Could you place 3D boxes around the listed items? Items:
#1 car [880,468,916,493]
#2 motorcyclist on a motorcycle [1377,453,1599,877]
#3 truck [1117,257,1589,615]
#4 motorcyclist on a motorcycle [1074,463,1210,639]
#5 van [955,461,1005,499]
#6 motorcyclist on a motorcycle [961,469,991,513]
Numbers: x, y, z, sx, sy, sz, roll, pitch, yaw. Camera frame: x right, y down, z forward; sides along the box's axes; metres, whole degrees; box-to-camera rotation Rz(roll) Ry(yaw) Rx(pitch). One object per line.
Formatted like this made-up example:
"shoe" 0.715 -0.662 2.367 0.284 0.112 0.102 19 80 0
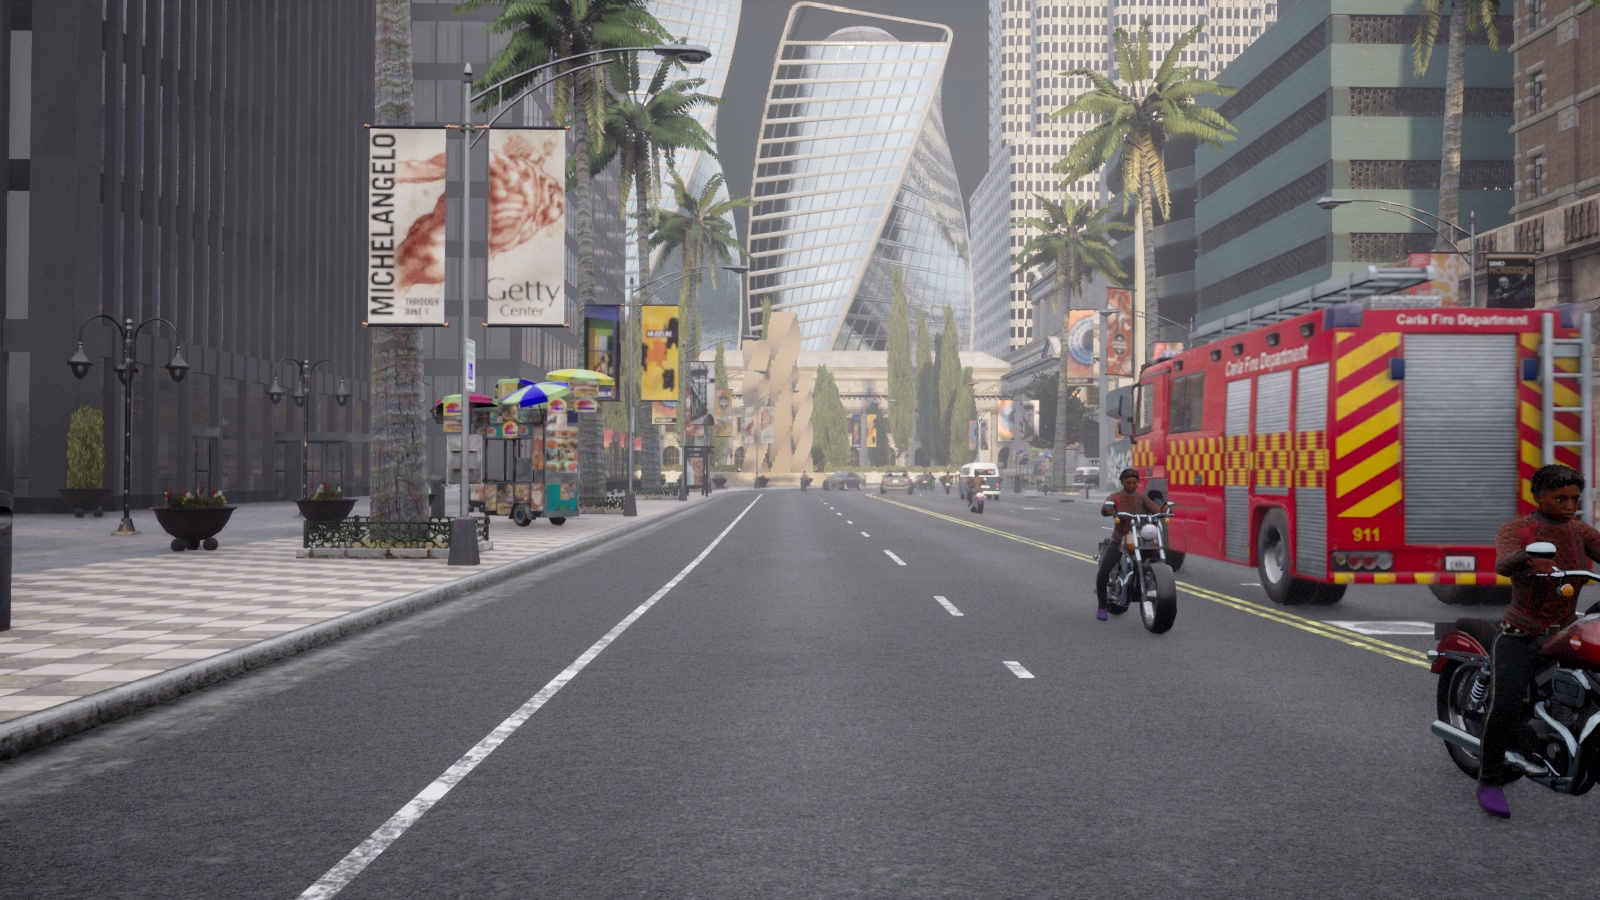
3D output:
"car" 6.849 2.101 87.743 2.242 1.667 4.611 0 -1 8
"motorcyclist on a motorcycle" 3.492 0.844 5.565 0.766 1.649 2.350 0 -1 0
"truck" 6.989 -0.082 17.691 2.891 3.827 8.468 0 -1 0
"motorcyclist on a motorcycle" 3.486 0.969 13.029 0.766 1.649 2.350 0 -1 0
"van" 9.899 1.662 69.499 2.069 2.038 4.480 0 -1 -1
"motorcyclist on a motorcycle" 6.672 1.537 47.654 0.766 1.649 2.350 0 -1 -1
